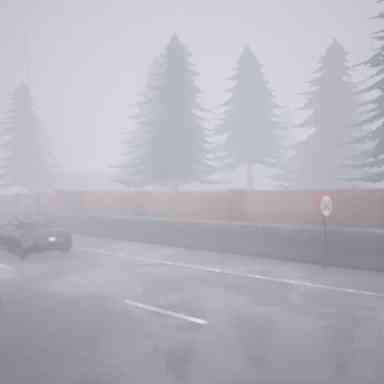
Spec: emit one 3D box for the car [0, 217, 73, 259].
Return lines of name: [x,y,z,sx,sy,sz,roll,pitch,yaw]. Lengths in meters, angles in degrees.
car: [-6.619,1.700,13.400,4.181,1.385,1.994,-1,0,40]
